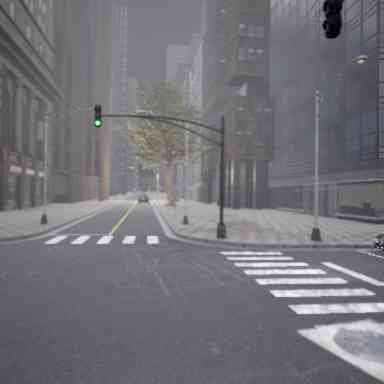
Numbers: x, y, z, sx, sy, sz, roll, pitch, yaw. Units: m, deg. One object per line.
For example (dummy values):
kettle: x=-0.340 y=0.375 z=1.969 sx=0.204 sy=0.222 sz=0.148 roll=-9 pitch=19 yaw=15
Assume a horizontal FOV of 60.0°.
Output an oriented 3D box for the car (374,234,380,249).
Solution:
car: x=9.746 y=1.892 z=13.639 sx=4.403 sy=1.369 sz=2.008 roll=1 pitch=-1 yaw=-8

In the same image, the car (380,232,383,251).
car: x=9.230 y=1.795 z=10.879 sx=4.902 sy=1.511 sz=2.128 roll=1 pitch=-1 yaw=-8

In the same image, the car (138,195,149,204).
car: x=-9.330 y=1.378 z=64.048 sx=2.097 sy=1.767 sz=4.553 roll=1 pitch=0 yaw=-8
